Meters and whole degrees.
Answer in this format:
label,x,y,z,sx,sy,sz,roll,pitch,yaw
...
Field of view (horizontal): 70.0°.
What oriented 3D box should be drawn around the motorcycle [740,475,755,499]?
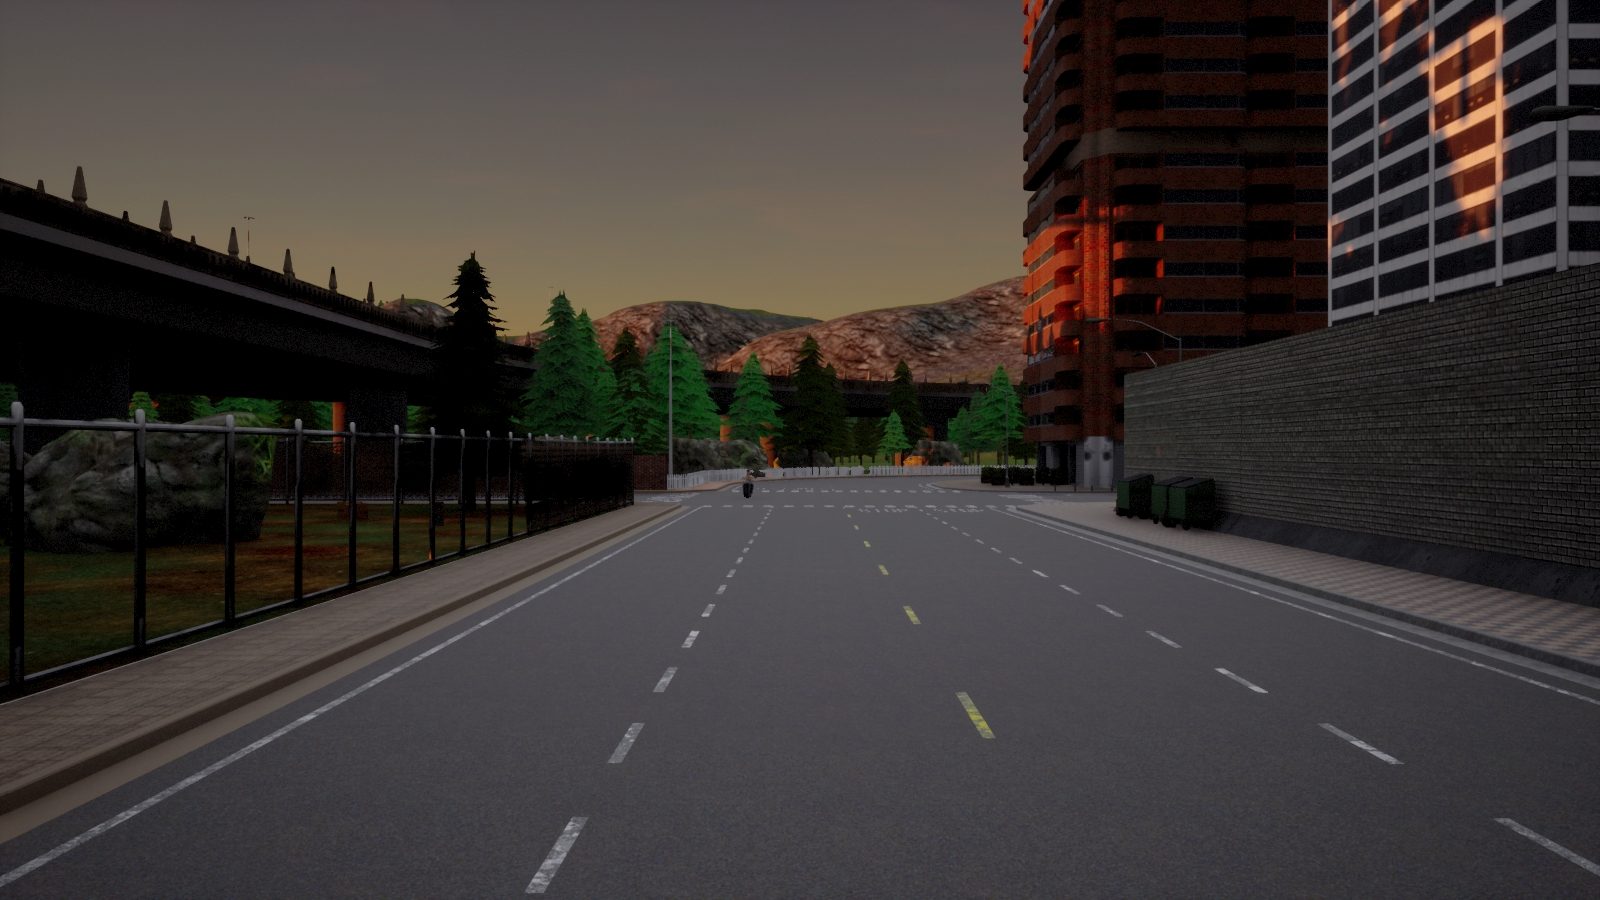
label,x,y,z,sx,sy,sz,roll,pitch,yaw
motorcycle,-3.039,2.128,66.767,0.764,1.307,2.356,0,0,0
